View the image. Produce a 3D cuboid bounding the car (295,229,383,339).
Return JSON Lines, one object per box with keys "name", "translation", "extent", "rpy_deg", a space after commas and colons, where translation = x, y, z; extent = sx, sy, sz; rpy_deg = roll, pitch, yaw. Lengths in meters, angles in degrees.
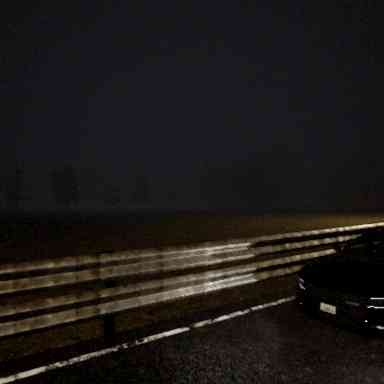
{"name": "car", "translation": [4.089, 1.491, 6.472], "extent": [5.008, 1.535, 1.882], "rpy_deg": [0, 0, -35]}
